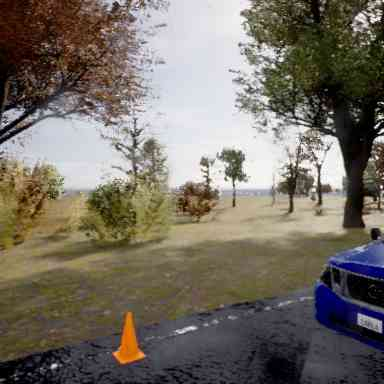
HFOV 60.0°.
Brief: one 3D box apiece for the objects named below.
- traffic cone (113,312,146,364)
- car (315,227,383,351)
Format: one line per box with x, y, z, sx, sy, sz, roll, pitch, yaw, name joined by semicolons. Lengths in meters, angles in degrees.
-0.850;1.928;4.515;0.340;0.580;0.340;0;0;-34;traffic cone
4.480;1.180;5.304;5.566;2.045;2.150;0;0;-30;car
